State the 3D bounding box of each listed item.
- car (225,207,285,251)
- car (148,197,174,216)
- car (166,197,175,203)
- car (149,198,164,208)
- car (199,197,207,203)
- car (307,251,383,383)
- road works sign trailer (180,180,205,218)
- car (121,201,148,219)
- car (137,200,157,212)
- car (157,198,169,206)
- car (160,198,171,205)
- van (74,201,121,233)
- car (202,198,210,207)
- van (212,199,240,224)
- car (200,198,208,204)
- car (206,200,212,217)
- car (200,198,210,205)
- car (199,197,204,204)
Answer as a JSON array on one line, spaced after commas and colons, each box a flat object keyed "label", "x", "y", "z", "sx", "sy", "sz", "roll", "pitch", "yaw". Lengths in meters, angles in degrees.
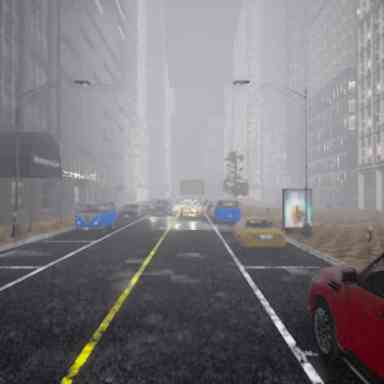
[{"label": "car", "x": 2.697, "y": 1.606, "z": 14.417, "sx": 1.752, "sy": 1.417, "sz": 4.829, "roll": 0, "pitch": 0, "yaw": 0}, {"label": "car", "x": -3.092, "y": 1.546, "z": 34.906, "sx": 2.097, "sy": 1.767, "sz": 4.553, "roll": 0, "pitch": 0, "yaw": 0}, {"label": "car", "x": -5.686, "y": 2.048, "z": 88.224, "sx": 1.887, "sy": 1.381, "sz": 4.507, "roll": 0, "pitch": 0, "yaw": 0}, {"label": "car", "x": -5.684, "y": 1.744, "z": 54.091, "sx": 1.967, "sy": 1.590, "sz": 4.097, "roll": 0, "pitch": 0, "yaw": 0}, {"label": "car", "x": 2.694, "y": 2.020, "z": 82.513, "sx": 2.008, "sy": 1.369, "sz": 4.403, "roll": 0, "pitch": 0, "yaw": 0}, {"label": "car", "x": 2.699, "y": 1.332, "z": 2.870, "sx": 2.192, "sy": 1.841, "sz": 5.009, "roll": 0, "pitch": 0, "yaw": 0}, {"label": "road works sign trailer", "x": 0.024, "y": 0.644, "z": 32.283, "sx": 2.380, "sy": 3.560, "sz": 2.880, "roll": 0, "pitch": 0, "yaw": 0}, {"label": "car", "x": -5.685, "y": 1.740, "z": 31.334, "sx": 1.947, "sy": 1.339, "sz": 4.313, "roll": 0, "pitch": 0, "yaw": 0}, {"label": "car", "x": -5.685, "y": 1.790, "z": 42.712, "sx": 2.008, "sy": 1.369, "sz": 4.403, "roll": 0, "pitch": 0, "yaw": 0}, {"label": "car", "x": -5.686, "y": 1.920, "z": 65.469, "sx": 2.008, "sy": 1.369, "sz": 4.403, "roll": 0, "pitch": 0, "yaw": 0}, {"label": "car", "x": -5.686, "y": 1.947, "z": 71.157, "sx": 1.887, "sy": 1.381, "sz": 4.507, "roll": 0, "pitch": 0, "yaw": 0}, {"label": "van", "x": -5.682, "y": 1.452, "z": 19.957, "sx": 1.690, "sy": 1.788, "sz": 3.998, "roll": 0, "pitch": 0, "yaw": 0}, {"label": "car", "x": 2.696, "y": 1.790, "z": 42.691, "sx": 2.008, "sy": 1.369, "sz": 4.403, "roll": 0, "pitch": 0, "yaw": 0}, {"label": "van", "x": 2.698, "y": 1.484, "z": 25.626, "sx": 1.690, "sy": 1.788, "sz": 3.998, "roll": 0, "pitch": 0, "yaw": 0}, {"label": "car", "x": 2.694, "y": 2.018, "z": 76.824, "sx": 1.802, "sy": 1.307, "sz": 4.206, "roll": 0, "pitch": 0, "yaw": 0}, {"label": "car", "x": 2.696, "y": 1.726, "z": 31.314, "sx": 2.008, "sy": 1.369, "sz": 4.403, "roll": 0, "pitch": 0, "yaw": 0}, {"label": "car", "x": 2.695, "y": 1.947, "z": 71.135, "sx": 1.887, "sy": 1.381, "sz": 4.507, "roll": 0, "pitch": 0, "yaw": 0}, {"label": "car", "x": 2.695, "y": 1.888, "z": 59.758, "sx": 2.008, "sy": 1.369, "sz": 4.403, "roll": 0, "pitch": 0, "yaw": 0}]
